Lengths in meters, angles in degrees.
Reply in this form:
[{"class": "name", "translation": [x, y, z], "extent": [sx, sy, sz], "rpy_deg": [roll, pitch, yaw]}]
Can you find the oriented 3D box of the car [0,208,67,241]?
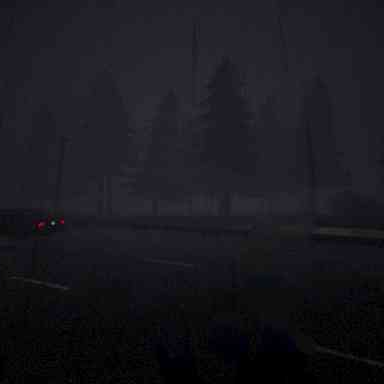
[{"class": "car", "translation": [-8.711, 1.503, 16.442], "extent": [5.357, 1.411, 2.033], "rpy_deg": [0, 0, 24]}]
